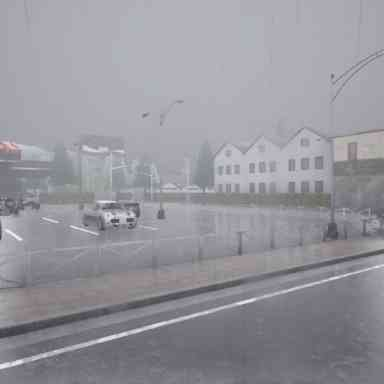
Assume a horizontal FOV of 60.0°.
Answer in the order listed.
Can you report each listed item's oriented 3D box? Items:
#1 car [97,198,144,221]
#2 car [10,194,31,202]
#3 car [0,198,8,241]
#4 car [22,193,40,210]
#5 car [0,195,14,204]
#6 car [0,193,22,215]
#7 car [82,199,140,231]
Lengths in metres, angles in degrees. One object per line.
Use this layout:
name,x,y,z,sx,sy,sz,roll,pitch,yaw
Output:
car,-5.708,1.313,26.250,2.007,1.523,4.514,0,0,-36
car,-38.110,1.328,73.817,3.866,1.878,1.905,0,0,-36
car,-9.636,1.169,14.395,2.152,1.636,5.027,0,0,-36
car,-19.063,1.092,38.687,1.905,1.878,3.866,0,0,-36
car,-38.355,1.495,66.689,4.611,1.667,2.242,0,0,-36
car,-17.171,1.113,30.372,1.932,1.855,4.605,0,0,-36
car,-4.598,1.248,18.384,1.970,1.475,3.806,0,0,-36
